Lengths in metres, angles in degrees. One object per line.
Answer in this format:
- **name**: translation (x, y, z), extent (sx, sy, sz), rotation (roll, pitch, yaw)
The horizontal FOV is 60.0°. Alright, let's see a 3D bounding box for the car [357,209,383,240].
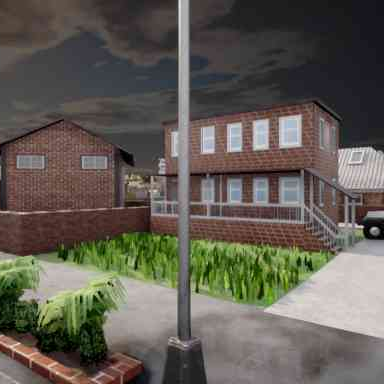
- **car**: translation (8.506, 0.973, 12.581), extent (3.866, 1.878, 1.905), rotation (0, 0, 36)
